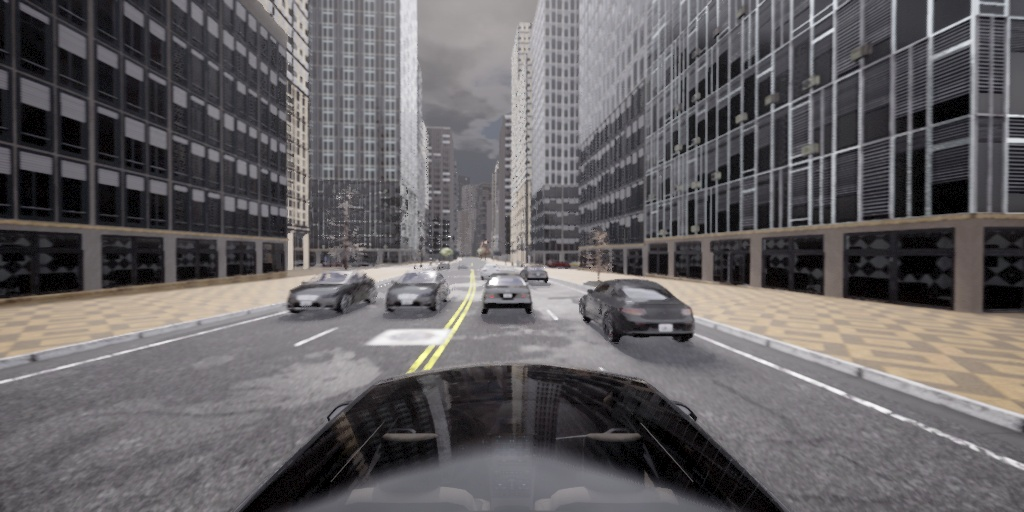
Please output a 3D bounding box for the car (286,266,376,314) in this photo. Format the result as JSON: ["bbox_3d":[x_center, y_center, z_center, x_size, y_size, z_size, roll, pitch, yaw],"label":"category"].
[{"bbox_3d":[-6.932,1.324,14.308,2.128,1.511,4.902,0,0,-3],"label":"car"}]

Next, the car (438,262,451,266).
[{"bbox_3d":[-11.951,1.736,63.579,1.994,1.385,4.181,0,0,-6],"label":"car"}]

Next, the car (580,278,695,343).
[{"bbox_3d":[3.144,1.333,9.764,1.812,1.442,4.674,0,0,-1],"label":"car"}]

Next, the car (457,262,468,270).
[{"bbox_3d":[-8.718,1.786,63.913,1.895,1.301,4.718,0,0,-6],"label":"car"}]

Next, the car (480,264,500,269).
[{"bbox_3d":[-2.126,1.497,35.212,1.812,1.442,4.674,0,0,-6],"label":"car"}]

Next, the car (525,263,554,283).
[{"bbox_3d":[1.737,1.482,29.734,2.033,1.411,5.357,0,0,-6],"label":"car"}]

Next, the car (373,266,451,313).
[{"bbox_3d":[-3.700,1.328,14.671,2.128,1.511,4.902,0,0,-3],"label":"car"}]

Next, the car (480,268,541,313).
[{"bbox_3d":[-0.263,1.384,14.445,2.033,1.411,5.357,0,0,-3],"label":"car"}]
